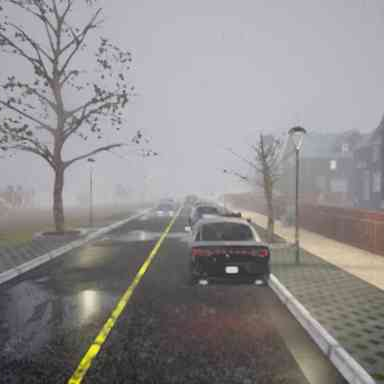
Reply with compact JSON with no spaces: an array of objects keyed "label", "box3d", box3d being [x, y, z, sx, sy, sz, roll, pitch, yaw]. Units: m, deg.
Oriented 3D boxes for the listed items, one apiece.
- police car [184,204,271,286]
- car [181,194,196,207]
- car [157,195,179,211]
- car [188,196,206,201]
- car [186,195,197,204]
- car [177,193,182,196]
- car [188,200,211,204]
[{"label":"police car","box3d":[0.816,1.374,9.387,1.930,1.638,5.238,0,0,0]},{"label":"car","box3d":[-0.024,1.121,45.993,2.097,1.767,4.553,0,0,0]},{"label":"car","box3d":[-2.883,1.352,37.972,2.033,1.411,5.357,0,0,0]},{"label":"car","box3d":[0.801,1.321,25.467,1.801,1.575,5.366,0,0,0]},{"label":"car","box3d":[-0.053,1.244,57.105,1.812,1.442,4.674,0,0,0]},{"label":"car","box3d":[-2.824,1.025,78.621,1.882,1.535,5.008,0,0,0]},{"label":"car","box3d":[0.807,1.423,19.277,1.812,1.442,4.674,0,0,0]}]
